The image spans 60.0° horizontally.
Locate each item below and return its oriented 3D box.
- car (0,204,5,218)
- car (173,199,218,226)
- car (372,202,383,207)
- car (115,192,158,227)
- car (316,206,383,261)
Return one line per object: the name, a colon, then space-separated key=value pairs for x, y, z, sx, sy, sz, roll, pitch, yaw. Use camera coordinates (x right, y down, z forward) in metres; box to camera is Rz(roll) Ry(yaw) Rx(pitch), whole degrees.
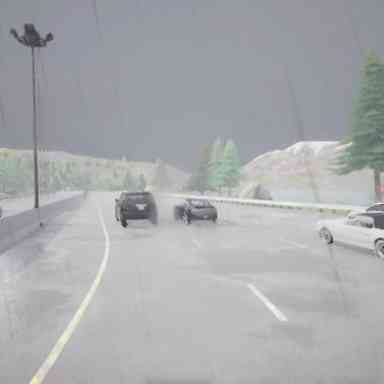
car: x=-16.382 y=1.435 z=26.331 sx=1.882 sy=1.535 sz=5.008 roll=-1 pitch=1 yaw=-16
car: x=0.096 y=1.192 z=21.110 sx=2.128 sy=1.511 sz=4.902 roll=-1 pitch=1 yaw=-16
car: x=8.979 y=1.134 z=14.949 sx=1.812 sy=1.442 sz=4.674 roll=-1 pitch=1 yaw=-12
car: x=-3.680 y=0.993 z=21.478 sx=2.150 sy=2.045 sz=5.566 roll=-1 pitch=1 yaw=-17
car: x=6.136 y=1.320 z=11.084 sx=1.895 sy=1.301 sz=4.718 roll=-1 pitch=1 yaw=-10
